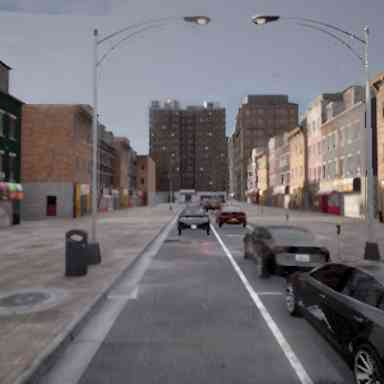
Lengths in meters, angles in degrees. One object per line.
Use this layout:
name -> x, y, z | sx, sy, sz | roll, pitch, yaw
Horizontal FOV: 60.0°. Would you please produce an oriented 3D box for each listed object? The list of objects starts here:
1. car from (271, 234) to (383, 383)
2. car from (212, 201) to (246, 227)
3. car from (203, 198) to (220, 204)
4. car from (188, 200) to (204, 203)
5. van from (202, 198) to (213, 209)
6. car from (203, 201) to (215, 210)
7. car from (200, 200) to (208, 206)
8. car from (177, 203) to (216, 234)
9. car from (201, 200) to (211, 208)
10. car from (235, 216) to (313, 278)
car -> 2.656, 1.593, 4.644 | 1.947, 1.339, 4.313 | 1, 0, 0
car -> 2.756, 1.685, 24.363 | 1.882, 1.535, 5.008 | 0, -1, 0
car -> 2.671, 1.734, 42.708 | 2.192, 1.841, 5.009 | 1, -1, 0
car -> 0.093, 1.945, 40.563 | 2.033, 1.411, 5.357 | 0, -1, 0
van -> 2.675, 1.978, 59.021 | 1.690, 1.788, 3.998 | 1, -1, 0
car -> 2.669, 2.143, 53.580 | 1.802, 1.307, 4.206 | 1, -1, 0
car -> 2.676, 2.466, 75.330 | 1.802, 1.307, 4.206 | 1, -1, 0
car -> 0.104, 1.662, 20.287 | 2.128, 1.511, 4.902 | 0, -1, 0
car -> 2.673, 2.261, 64.455 | 1.887, 1.381, 4.507 | 1, -1, 0
car -> 2.657, 1.637, 10.081 | 1.947, 1.339, 4.313 | 1, -1, 0
